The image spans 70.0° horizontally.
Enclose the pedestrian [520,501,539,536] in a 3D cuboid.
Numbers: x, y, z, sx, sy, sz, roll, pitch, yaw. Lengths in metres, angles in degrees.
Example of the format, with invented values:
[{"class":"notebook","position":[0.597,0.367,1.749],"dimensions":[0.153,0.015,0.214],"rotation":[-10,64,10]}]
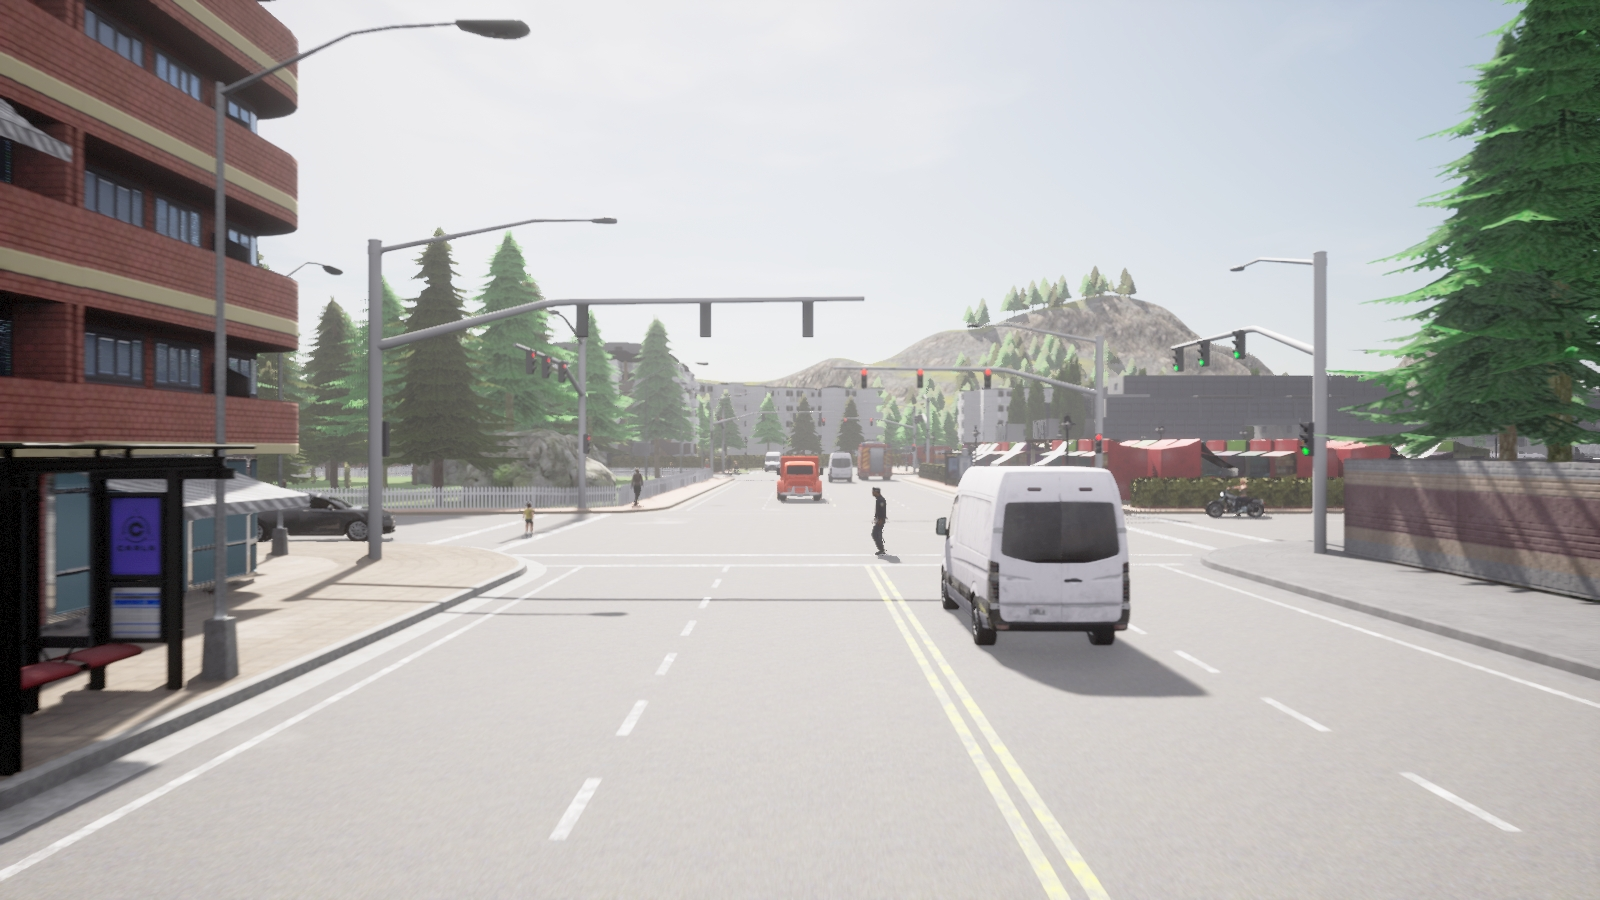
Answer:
[{"class":"pedestrian","position":[-8.633,2.175,36.436],"dimensions":[0.500,1.100,0.500],"rotation":[0,0,0]}]

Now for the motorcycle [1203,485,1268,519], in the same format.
[{"class":"motorcycle","position":[17.581,2.099,46.158],"dimensions":[2.356,1.307,0.764],"rotation":[0,0,0]}]

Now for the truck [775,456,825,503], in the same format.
[{"class":"truck","position":[-0.023,1.565,63.013],"dimensions":[2.627,2.467,5.204],"rotation":[0,0,-1]}]

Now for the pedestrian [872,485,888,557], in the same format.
[{"class":"pedestrian","position":[2.102,1.843,29.946],"dimensions":[0.375,1.860,0.375],"rotation":[0,0,-3]}]

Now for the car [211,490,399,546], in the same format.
[{"class":"car","position":[-14.723,2.006,34.290],"dimensions":[4.892,1.480,2.231],"rotation":[0,0,-15]}]

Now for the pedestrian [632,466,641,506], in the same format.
[{"class":"pedestrian","position":[-7.740,1.697,54.057],"dimensions":[0.375,1.860,0.375],"rotation":[0,0,1]}]

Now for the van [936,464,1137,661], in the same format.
[{"class":"van","position":[3.505,1.534,18.189],"dimensions":[1.988,2.561,5.915],"rotation":[0,0,0]}]
